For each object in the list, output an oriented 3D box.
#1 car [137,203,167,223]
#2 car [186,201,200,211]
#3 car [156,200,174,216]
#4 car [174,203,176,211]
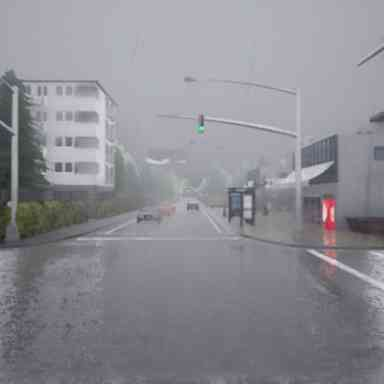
[{"bbox_3d":[-3.576,1.933,28.983,1.994,1.385,4.181,0,-1,0],"label":"car"},{"bbox_3d":[0.148,2.138,51.920,1.882,1.535,5.008,0,-1,0],"label":"car"},{"bbox_3d":[-3.561,1.845,38.687,2.097,1.767,4.553,0,-1,0],"label":"car"},{"bbox_3d":[-3.520,1.972,48.738,2.097,1.767,4.553,0,-1,0],"label":"car"}]
